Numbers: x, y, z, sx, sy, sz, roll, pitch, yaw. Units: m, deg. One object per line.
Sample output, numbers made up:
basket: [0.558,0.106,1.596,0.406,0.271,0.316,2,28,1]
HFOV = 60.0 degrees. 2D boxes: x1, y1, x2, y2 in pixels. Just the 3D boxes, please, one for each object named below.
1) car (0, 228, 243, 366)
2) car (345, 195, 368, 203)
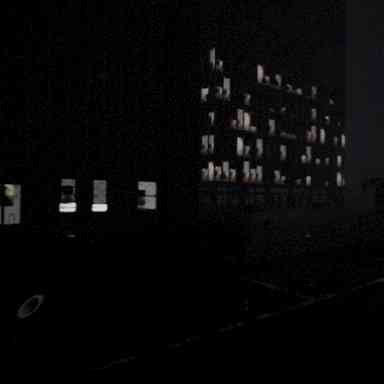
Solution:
car: [-1.112,1.447,5.756,4.097,1.590,1.967,0,1,-35]
car: [39.987,1.707,80.811,2.192,1.841,5.009,1,-1,-35]
